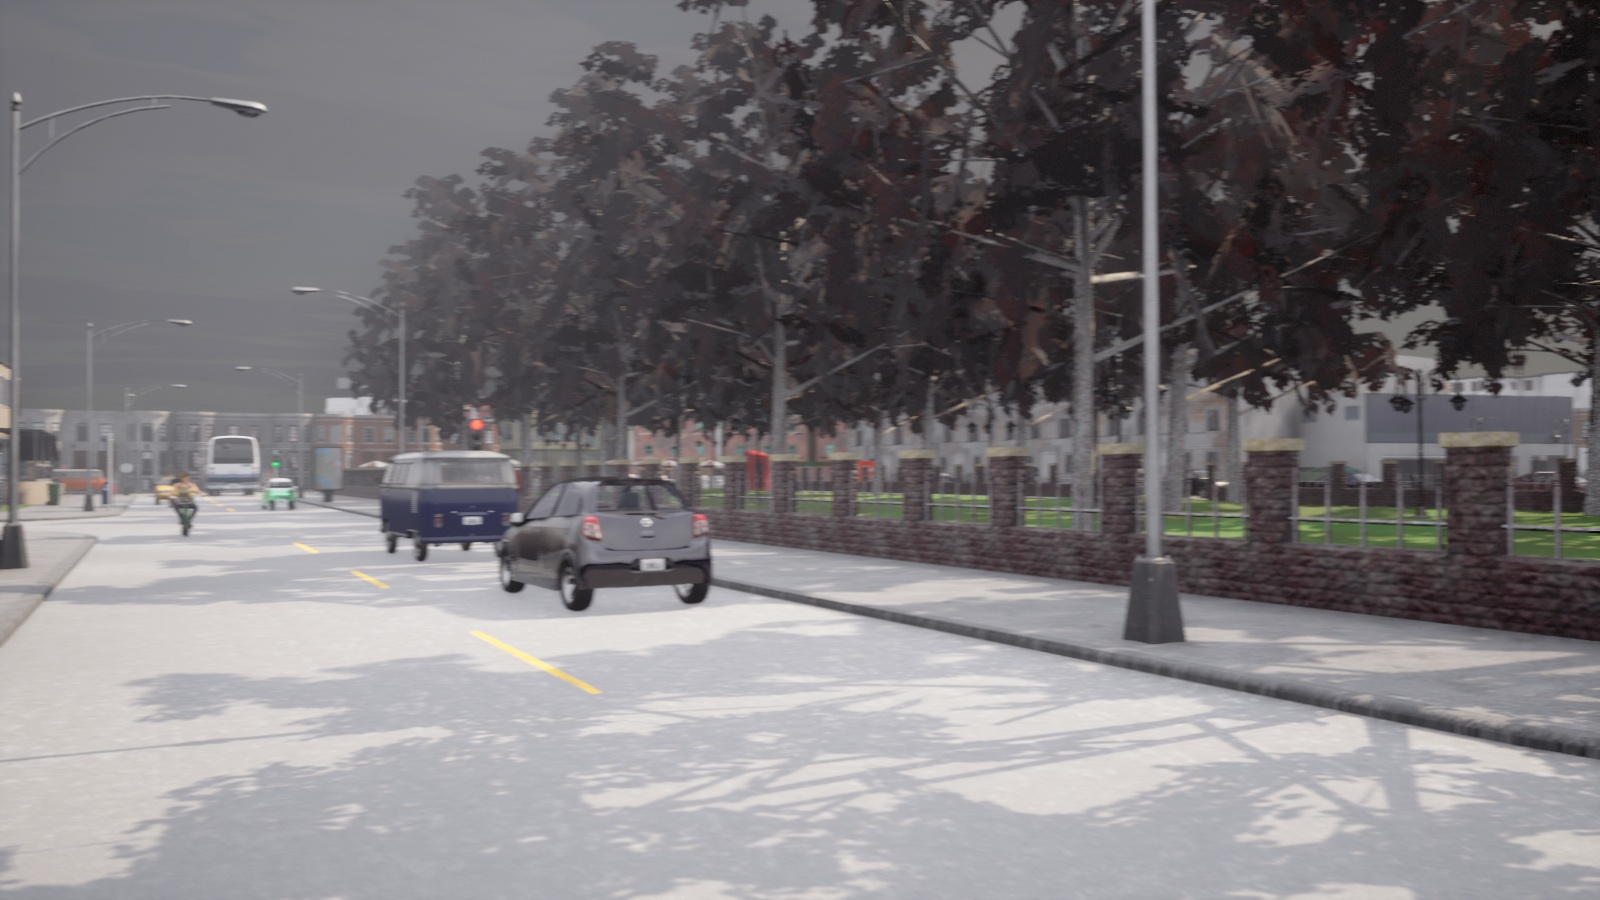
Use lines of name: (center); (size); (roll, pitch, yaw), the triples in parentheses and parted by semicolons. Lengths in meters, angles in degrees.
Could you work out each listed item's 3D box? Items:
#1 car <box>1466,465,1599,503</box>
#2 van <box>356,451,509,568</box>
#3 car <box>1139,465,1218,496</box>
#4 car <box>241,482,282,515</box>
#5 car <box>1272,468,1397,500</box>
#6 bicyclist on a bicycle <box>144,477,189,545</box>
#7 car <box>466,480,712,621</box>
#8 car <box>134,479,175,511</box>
car: (29.775, 1.362, 50.903); (1.812, 1.442, 4.674); (0, -1, -28)
van: (-7.059, 1.068, 23.792); (1.775, 1.987, 4.442); (0, -1, -30)
car: (20.560, 1.650, 68.335); (1.851, 1.617, 3.988); (0, -1, -28)
car: (-23.459, 2.105, 54.639); (1.481, 1.376, 2.207); (0, -1, -27)
car: (25.225, 1.589, 59.505); (2.033, 1.411, 5.357); (0, -1, -28)
bicyclist on a bicycle: (-15.645, 1.481, 30.995); (0.866, 1.612, 1.509); (0, -1, -32)
car: (-2.733, 1.134, 15.610); (1.845, 1.501, 3.633); (0, -1, -30)
car: (-33.609, 2.299, 65.332); (1.801, 1.575, 5.366); (0, -1, -28)
